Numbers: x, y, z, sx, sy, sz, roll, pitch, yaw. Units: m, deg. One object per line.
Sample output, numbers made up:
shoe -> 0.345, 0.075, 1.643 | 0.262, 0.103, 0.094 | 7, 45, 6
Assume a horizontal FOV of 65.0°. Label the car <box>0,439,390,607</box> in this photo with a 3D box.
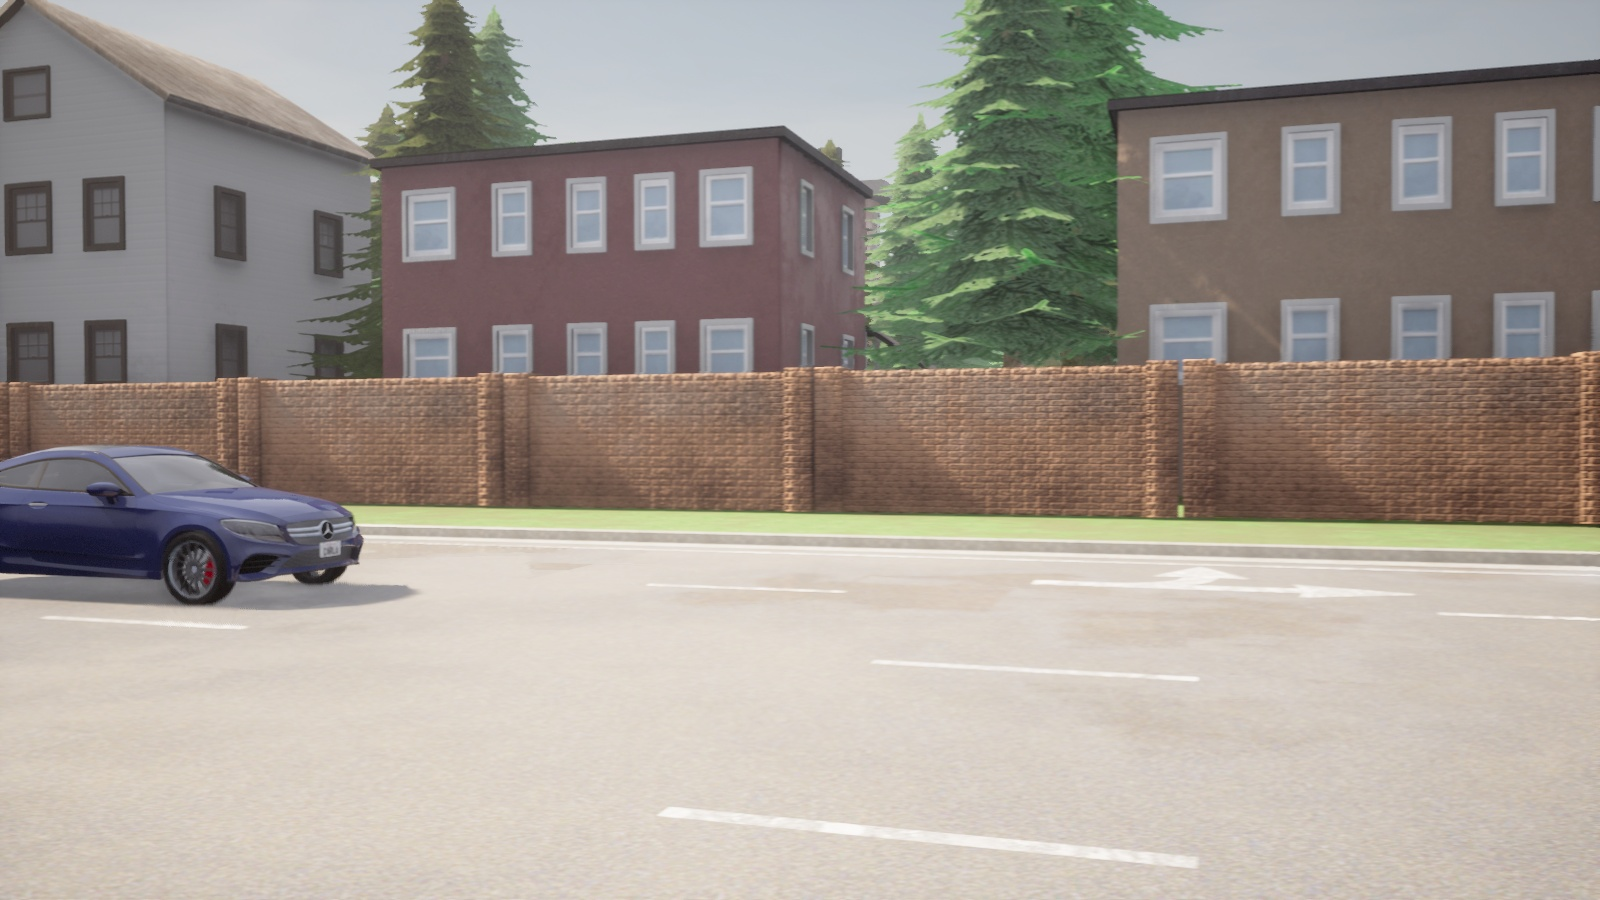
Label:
car -> -6.673, 0.627, 12.624 | 4.674, 1.442, 1.812 | 1, 1, 18
